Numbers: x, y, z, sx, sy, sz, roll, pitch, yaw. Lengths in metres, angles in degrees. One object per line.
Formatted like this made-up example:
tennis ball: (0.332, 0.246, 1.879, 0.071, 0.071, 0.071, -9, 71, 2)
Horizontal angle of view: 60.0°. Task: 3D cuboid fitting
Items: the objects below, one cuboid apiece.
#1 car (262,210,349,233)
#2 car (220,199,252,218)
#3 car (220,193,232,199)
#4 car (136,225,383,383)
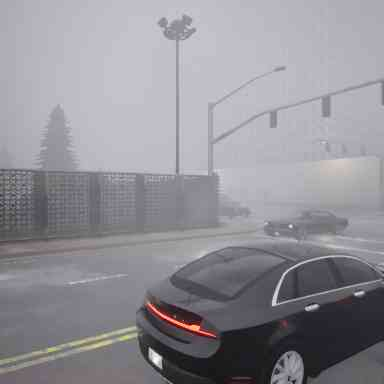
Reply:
car: (5.725, 1.582, 16.636, 4.718, 1.301, 1.895, -1, 1, -35)
car: (3.016, 1.545, 29.222, 1.895, 1.301, 4.718, 0, 0, -34)
car: (2.811, 1.167, 35.621, 2.150, 2.045, 5.566, 0, 0, -35)
car: (1.592, 1.505, 4.919, 4.892, 1.490, 1.837, 0, 0, -35)
